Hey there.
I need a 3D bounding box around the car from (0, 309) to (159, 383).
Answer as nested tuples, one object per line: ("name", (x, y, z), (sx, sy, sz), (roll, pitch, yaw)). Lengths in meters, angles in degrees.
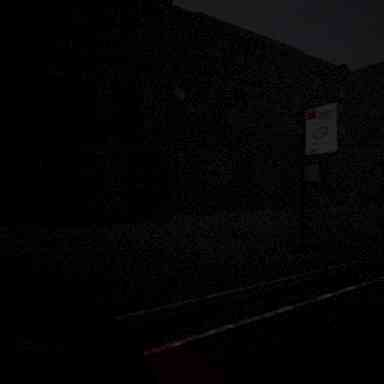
("car", (-2.364, 1.526, 1.693), (4.674, 1.442, 1.812), (0, 0, -35))
